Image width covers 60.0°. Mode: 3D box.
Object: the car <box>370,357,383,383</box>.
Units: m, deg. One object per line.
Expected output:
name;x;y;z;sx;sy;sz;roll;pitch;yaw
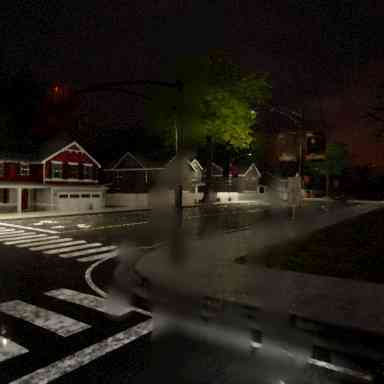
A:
car;3.361;1.506;1.283;4.892;1.490;1.837;0;0;35

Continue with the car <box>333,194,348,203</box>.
car;28.010;1.206;62.723;2.128;1.511;4.902;1;0;36
